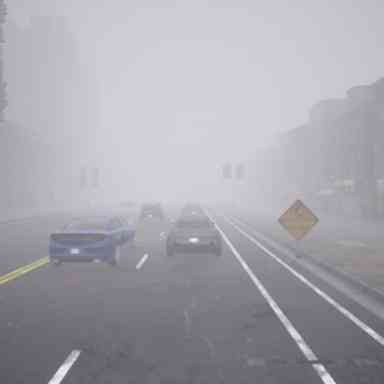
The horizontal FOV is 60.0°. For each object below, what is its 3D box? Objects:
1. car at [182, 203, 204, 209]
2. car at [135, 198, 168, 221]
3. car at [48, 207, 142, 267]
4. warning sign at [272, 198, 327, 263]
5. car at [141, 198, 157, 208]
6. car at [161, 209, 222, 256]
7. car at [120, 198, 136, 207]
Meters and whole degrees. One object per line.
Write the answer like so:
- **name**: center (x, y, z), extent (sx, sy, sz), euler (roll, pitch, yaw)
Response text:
- **car**: center (0.078, 1.603, 28.112), extent (1.994, 1.385, 4.181), euler (0, 0, 0)
- **car**: center (-3.176, 1.546, 27.698), extent (1.837, 1.490, 4.892), euler (0, 0, 0)
- **car**: center (-3.184, 1.492, 11.585), extent (1.882, 1.535, 5.008), euler (0, -1, 0)
- **warning sign**: center (3.222, 1.127, 10.103), extent (1.300, 1.860, 1.060), euler (0, 0, 0)
- **car**: center (-6.561, 1.641, 51.423), extent (1.812, 1.442, 4.674), euler (0, -1, 0)
- **car**: center (0.076, 1.580, 13.136), extent (1.994, 1.385, 4.181), euler (0, 0, 0)
- **car**: center (-9.808, 1.681, 51.513), extent (1.994, 1.385, 4.181), euler (0, 0, 0)
